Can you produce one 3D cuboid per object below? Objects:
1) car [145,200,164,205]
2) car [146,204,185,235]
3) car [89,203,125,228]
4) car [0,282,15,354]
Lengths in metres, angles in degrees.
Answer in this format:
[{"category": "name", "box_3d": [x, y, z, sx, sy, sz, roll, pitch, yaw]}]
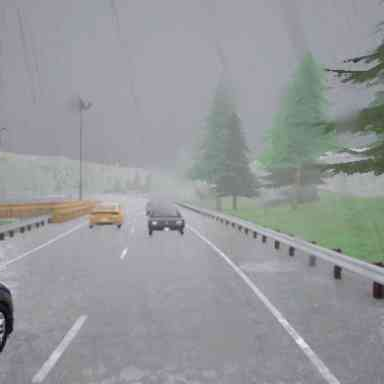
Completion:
[{"category": "car", "box_3d": [-3.521, 1.501, 32.227, 2.033, 1.411, 5.357, 0, 0, -9]}, {"category": "car", "box_3d": [-1.536, 1.573, 18.799, 1.895, 1.301, 4.718, 0, 0, -7]}, {"category": "car", "box_3d": [-5.512, 1.453, 21.986, 1.882, 1.535, 5.008, 0, 0, -8]}, {"category": "car", "box_3d": [-3.600, 1.355, 2.991, 2.097, 1.767, 4.553, 0, 0, -1]}]
